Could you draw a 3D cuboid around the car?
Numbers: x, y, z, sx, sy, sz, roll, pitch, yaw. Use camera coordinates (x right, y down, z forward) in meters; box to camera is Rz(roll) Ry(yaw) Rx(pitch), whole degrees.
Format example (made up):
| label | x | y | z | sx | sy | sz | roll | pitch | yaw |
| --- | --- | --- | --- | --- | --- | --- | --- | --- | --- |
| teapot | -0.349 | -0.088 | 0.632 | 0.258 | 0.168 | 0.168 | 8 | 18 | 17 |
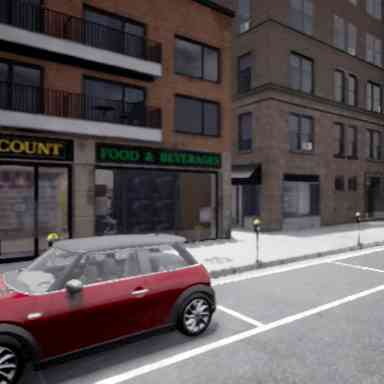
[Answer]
| label | x | y | z | sx | sy | sz | roll | pitch | yaw |
| --- | --- | --- | --- | --- | --- | --- | --- | --- | --- |
| car | -1.655 | 1.440 | 5.007 | 4.097 | 1.590 | 1.967 | 0 | 0 | -36 |
